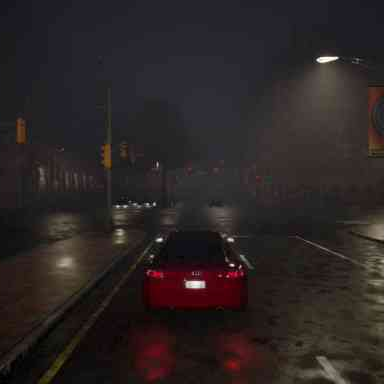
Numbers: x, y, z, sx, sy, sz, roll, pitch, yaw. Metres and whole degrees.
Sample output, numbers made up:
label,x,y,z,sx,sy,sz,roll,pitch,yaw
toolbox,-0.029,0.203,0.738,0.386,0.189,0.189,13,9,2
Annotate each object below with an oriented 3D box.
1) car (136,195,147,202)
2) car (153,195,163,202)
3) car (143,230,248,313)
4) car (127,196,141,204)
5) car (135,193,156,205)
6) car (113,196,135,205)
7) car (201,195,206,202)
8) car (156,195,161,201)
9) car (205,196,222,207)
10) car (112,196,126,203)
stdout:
label,x,y,z,sx,sy,sz,roll,pitch,yaw
car,-11.544,1.477,76.597,1.882,1.535,5.008,0,0,0
car,-8.045,1.499,78.602,1.837,1.490,4.892,0,0,0
car,0.070,1.564,7.736,1.994,1.385,4.181,0,0,0
car,-11.565,1.563,66.178,1.994,1.385,4.181,0,0,0
car,-8.114,1.221,58.599,2.150,2.045,5.566,0,0,0
car,-11.615,1.563,56.884,1.994,1.385,4.181,0,0,0
car,3.459,1.523,75.039,1.812,1.442,4.674,0,0,0
car,-8.044,1.600,68.399,1.895,1.301,4.718,0,0,0
car,3.466,1.563,50.200,1.994,1.385,4.181,0,0,1
car,-14.789,1.594,67.840,1.895,1.301,4.718,0,0,0
